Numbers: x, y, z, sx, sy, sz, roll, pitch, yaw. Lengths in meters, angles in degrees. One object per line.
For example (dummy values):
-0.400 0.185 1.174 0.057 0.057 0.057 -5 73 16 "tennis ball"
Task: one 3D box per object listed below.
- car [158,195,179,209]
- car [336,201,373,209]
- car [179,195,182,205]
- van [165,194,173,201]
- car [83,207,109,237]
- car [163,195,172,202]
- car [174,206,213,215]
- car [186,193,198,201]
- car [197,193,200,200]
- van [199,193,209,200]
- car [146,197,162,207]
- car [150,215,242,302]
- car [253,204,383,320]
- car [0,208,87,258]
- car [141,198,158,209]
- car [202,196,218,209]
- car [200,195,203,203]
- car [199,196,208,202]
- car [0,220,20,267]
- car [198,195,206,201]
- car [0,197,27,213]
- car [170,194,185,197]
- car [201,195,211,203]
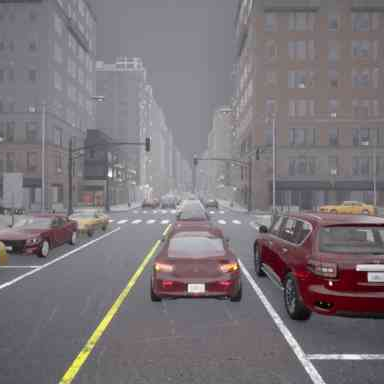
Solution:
-3.074 1.516 45.108 1.837 1.490 4.892 0 0 0 "car"
15.140 1.641 32.667 5.008 1.535 1.882 0 -1 1 "car"
-3.063 1.578 55.072 1.994 1.385 4.181 0 0 0 "car"
-5.807 1.371 85.201 1.690 1.788 3.998 1 0 0 "van"
-5.840 1.529 18.301 1.752 1.417 4.829 1 0 0 "car"
-5.811 1.466 79.528 1.967 1.590 4.097 1 0 0 "car"
0.071 1.605 17.344 1.895 1.301 4.718 0 0 0 "car"
0.042 1.570 85.212 2.033 1.411 5.357 0 0 0 "car"
2.711 1.335 68.171 2.192 1.841 5.009 1 0 0 "car"
2.708 1.358 62.498 1.690 1.788 3.998 1 0 0 "van"
-5.825 1.557 51.163 1.887 1.381 4.507 1 0 0 "car"
0.090 1.528 8.166 1.812 1.442 4.674 0 0 0 "car"
2.682 1.317 7.209 2.192 1.841 5.009 1 0 0 "car"
-5.843 1.547 12.846 1.887 1.381 4.507 1 0 0 "car"
-5.828 1.555 45.490 1.887 1.381 4.507 1 0 0 "car"
2.698 1.593 45.477 1.802 1.307 4.206 1 0 0 "car"
2.703 1.597 56.824 1.802 1.307 4.206 1 0 0 "car"
2.714 1.608 79.517 1.802 1.307 4.206 1 0 0 "car"
-5.846 1.527 7.051 1.752 1.417 4.829 1 0 0 "car"
2.719 1.599 90.864 1.947 1.339 4.313 1 0 0 "car"
-17.246 1.198 29.665 4.553 1.767 2.097 1 -1 0 "car"
-2.977 1.567 68.336 2.033 1.411 5.357 0 0 0 "car"
2.700 1.594 51.150 1.802 1.307 4.206 1 0 0 "car"
